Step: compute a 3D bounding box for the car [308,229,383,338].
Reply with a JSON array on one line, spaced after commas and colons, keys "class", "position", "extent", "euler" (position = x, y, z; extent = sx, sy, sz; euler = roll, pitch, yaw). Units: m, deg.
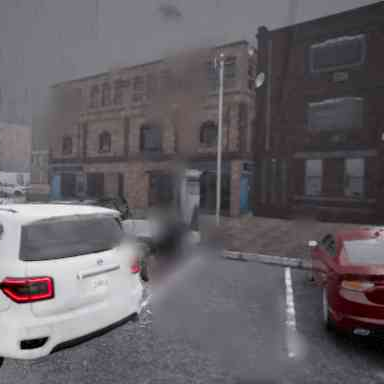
[{"class": "car", "position": [3.464, 1.478, 6.627], "extent": [2.097, 1.535, 5.008], "euler": [0, -1, 15]}]

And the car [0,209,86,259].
[{"class": "car", "position": [-6.482, 1.503, 13.493], "extent": [2.002, 1.452, 4.674], "euler": [0, -1, 14]}]

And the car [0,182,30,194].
[{"class": "car", "position": [-26.270, -0.429, 48.319], "extent": [5.566, 2.045, 2.435], "euler": [1, 6, 6]}]

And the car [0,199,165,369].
[{"class": "car", "position": [-3.344, 1.214, 5.680], "extent": [5.566, 2.045, 2.150], "euler": [0, 0, 35]}]

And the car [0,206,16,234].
[{"class": "car", "position": [-11.508, 1.497, 16.838], "extent": [2.002, 1.452, 4.674], "euler": [1, 0, 13]}]

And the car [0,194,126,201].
[{"class": "car", "position": [-3.974, 1.215, 11.774], "extent": [2.435, 2.045, 5.566], "euler": [1, -1, 14]}]

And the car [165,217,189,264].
[{"class": "car", "position": [-1.478, 1.471, 10.096], "extent": [2.097, 1.535, 5.008], "euler": [1, -1, 14]}]

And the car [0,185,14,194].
[{"class": "car", "position": [-27.630, 0.151, 45.654], "extent": [4.674, 1.452, 2.002], "euler": [1, 6, 6]}]
